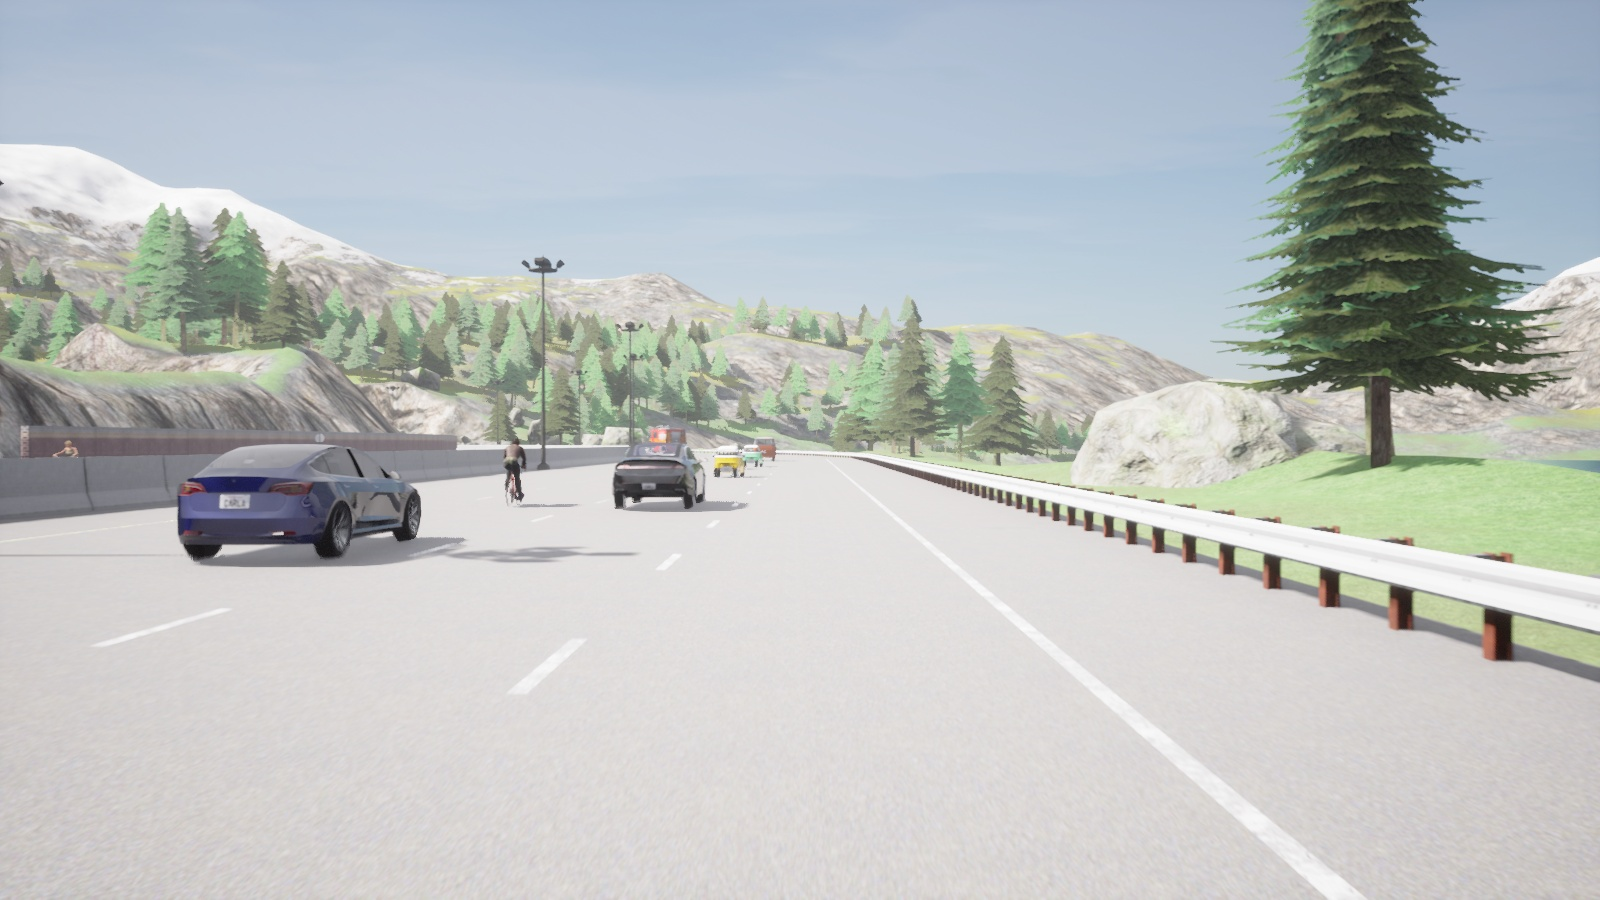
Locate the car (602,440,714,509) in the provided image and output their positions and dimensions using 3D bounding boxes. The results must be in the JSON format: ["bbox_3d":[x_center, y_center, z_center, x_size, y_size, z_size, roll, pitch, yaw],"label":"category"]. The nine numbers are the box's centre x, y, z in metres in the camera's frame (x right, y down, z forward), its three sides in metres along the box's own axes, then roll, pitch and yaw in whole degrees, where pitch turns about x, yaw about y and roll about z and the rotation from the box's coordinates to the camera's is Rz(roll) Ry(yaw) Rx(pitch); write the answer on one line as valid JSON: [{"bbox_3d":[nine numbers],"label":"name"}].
[{"bbox_3d":[-3.311,0.529,30.233,2.128,1.511,4.902,0,0,0],"label":"car"}]

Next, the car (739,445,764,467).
[{"bbox_3d":[-3.030,0.354,78.996,1.481,1.376,2.207,0,0,0],"label":"car"}]

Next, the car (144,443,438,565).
[{"bbox_3d":[-6.883,0.641,17.668,2.163,1.488,4.792,0,0,0],"label":"car"}]

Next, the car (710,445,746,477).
[{"bbox_3d":[-3.165,0.486,55.532,1.481,1.376,2.207,0,0,0],"label":"car"}]

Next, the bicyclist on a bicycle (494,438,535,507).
[{"bbox_3d":[-6.812,0.524,30.017,0.582,1.620,1.656,0,0,0],"label":"bicyclist on a bicycle"}]
